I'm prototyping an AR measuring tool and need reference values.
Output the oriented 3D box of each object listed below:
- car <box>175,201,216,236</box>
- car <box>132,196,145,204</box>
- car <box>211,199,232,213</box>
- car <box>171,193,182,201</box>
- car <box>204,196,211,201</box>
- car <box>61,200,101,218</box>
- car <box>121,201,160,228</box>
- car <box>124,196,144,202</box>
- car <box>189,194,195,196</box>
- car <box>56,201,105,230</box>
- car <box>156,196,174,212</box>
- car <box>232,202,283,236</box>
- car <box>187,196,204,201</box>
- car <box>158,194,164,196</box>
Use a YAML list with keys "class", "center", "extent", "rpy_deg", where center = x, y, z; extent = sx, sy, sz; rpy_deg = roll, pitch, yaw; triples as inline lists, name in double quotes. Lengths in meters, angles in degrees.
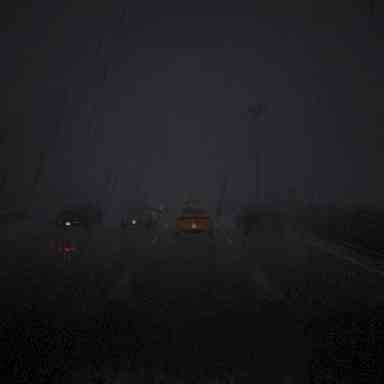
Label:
- class: "car"
  center: [0.100, 1.477, 18.488]
  extent: [1.882, 1.535, 5.008]
  rpy_deg: [0, 0, 0]
- class: "car"
  center: [-10.498, 1.522, 65.188]
  extent: [1.812, 1.442, 4.674]
  rpy_deg: [0, 0, 0]
- class: "car"
  center: [3.601, 1.490, 37.054]
  extent: [2.128, 1.511, 4.902]
  rpy_deg: [0, 0, 0]
- class: "car"
  center: [-3.510, 1.221, 75.636]
  extent: [2.150, 2.045, 5.566]
  rpy_deg: [0, 0, 0]
- class: "car"
  center: [3.490, 1.536, 75.988]
  extent: [2.033, 1.411, 5.357]
  rpy_deg: [0, 0, 0]
- class: "car"
  center: [-10.399, 1.546, 31.727]
  extent: [2.033, 1.411, 5.357]
  rpy_deg: [0, 0, 0]
- class: "car"
  center: [-3.399, 1.525, 21.819]
  extent: [1.812, 1.442, 4.674]
  rpy_deg: [0, 0, 0]
- class: "car"
  center: [-6.899, 1.476, 38.666]
  extent: [1.882, 1.535, 5.008]
  rpy_deg: [0, 0, 0]
- class: "car"
  center: [-0.013, 1.351, 76.375]
  extent: [2.097, 1.767, 4.553]
  rpy_deg: [0, 0, 0]
- class: "car"
  center: [-6.899, 1.504, 20.926]
  extent: [1.837, 1.490, 4.892]
  rpy_deg: [0, 0, 0]
- class: "car"
  center: [-3.412, 1.524, 38.153]
  extent: [1.812, 1.442, 4.674]
  rpy_deg: [0, 0, 0]
- class: "car"
  center: [3.601, 1.477, 18.552]
  extent: [1.882, 1.535, 5.008]
  rpy_deg: [0, 0, 0]
- class: "car"
  center: [0.101, 1.503, 37.137]
  extent: [1.837, 1.490, 4.892]
  rpy_deg: [0, 0, 0]
- class: "car"
  center: [-7.010, 1.351, 75.958]
  extent: [2.097, 1.767, 4.553]
  rpy_deg: [0, 0, 0]
